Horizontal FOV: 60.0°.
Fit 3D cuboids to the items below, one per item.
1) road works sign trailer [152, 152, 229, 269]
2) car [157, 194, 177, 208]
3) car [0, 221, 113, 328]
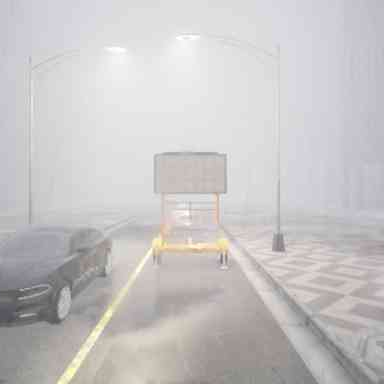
[{"bbox_3d":[-0.055,0.464,11.163,2.380,3.560,2.880,0,0,0],"label":"road works sign trailer"},{"bbox_3d":[-3.339,1.228,48.340,2.150,2.045,5.566,0,0,0],"label":"car"},{"bbox_3d":[-3.137,1.477,7.360,1.882,1.535,5.008,0,0,0],"label":"car"}]
